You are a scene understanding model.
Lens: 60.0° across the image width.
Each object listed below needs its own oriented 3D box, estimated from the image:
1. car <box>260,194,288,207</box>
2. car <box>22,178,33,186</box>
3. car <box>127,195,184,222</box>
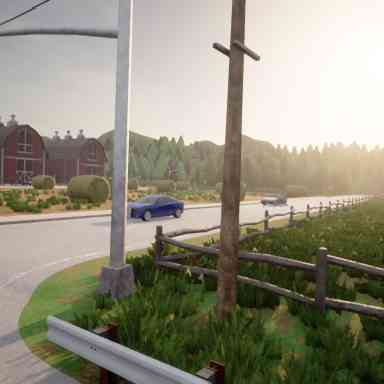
[{"bbox_3d":[10.012,0.968,40.127,2.033,1.411,5.357,3,2,34],"label":"car"},{"bbox_3d":[-39.004,-2.370,79.384,1.905,1.878,3.866,8,2,-13],"label":"car"},{"bbox_3d":[-2.442,0.935,21.235,1.882,1.535,5.008,3,2,33],"label":"car"}]
